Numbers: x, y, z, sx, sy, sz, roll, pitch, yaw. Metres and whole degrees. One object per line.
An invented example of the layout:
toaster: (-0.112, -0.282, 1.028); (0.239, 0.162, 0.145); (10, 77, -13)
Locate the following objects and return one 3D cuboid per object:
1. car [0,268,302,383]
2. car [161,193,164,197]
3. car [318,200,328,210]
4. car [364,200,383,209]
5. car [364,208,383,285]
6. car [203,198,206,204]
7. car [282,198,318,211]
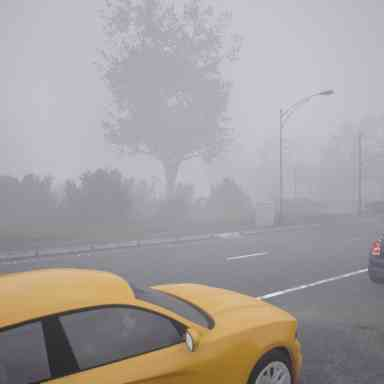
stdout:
car: (-1.087, 1.478, 2.973); (5.008, 1.535, 1.882); (0, 0, -35)
car: (-4.989, 0.944, 67.864); (2.097, 1.767, 4.553); (0, 0, -36)
car: (15.294, 1.476, 43.343); (1.882, 1.535, 5.008); (0, 0, -32)
car: (17.950, 1.492, 30.180); (2.128, 1.511, 4.902); (0, 0, -13)
car: (6.435, 1.352, 8.310); (4.553, 1.767, 2.097); (0, 0, -35)
car: (3.698, 1.470, 54.974); (1.837, 1.490, 4.892); (0, 0, -33)
car: (12.489, 1.491, 41.199); (2.128, 1.511, 4.902); (0, 0, -32)
